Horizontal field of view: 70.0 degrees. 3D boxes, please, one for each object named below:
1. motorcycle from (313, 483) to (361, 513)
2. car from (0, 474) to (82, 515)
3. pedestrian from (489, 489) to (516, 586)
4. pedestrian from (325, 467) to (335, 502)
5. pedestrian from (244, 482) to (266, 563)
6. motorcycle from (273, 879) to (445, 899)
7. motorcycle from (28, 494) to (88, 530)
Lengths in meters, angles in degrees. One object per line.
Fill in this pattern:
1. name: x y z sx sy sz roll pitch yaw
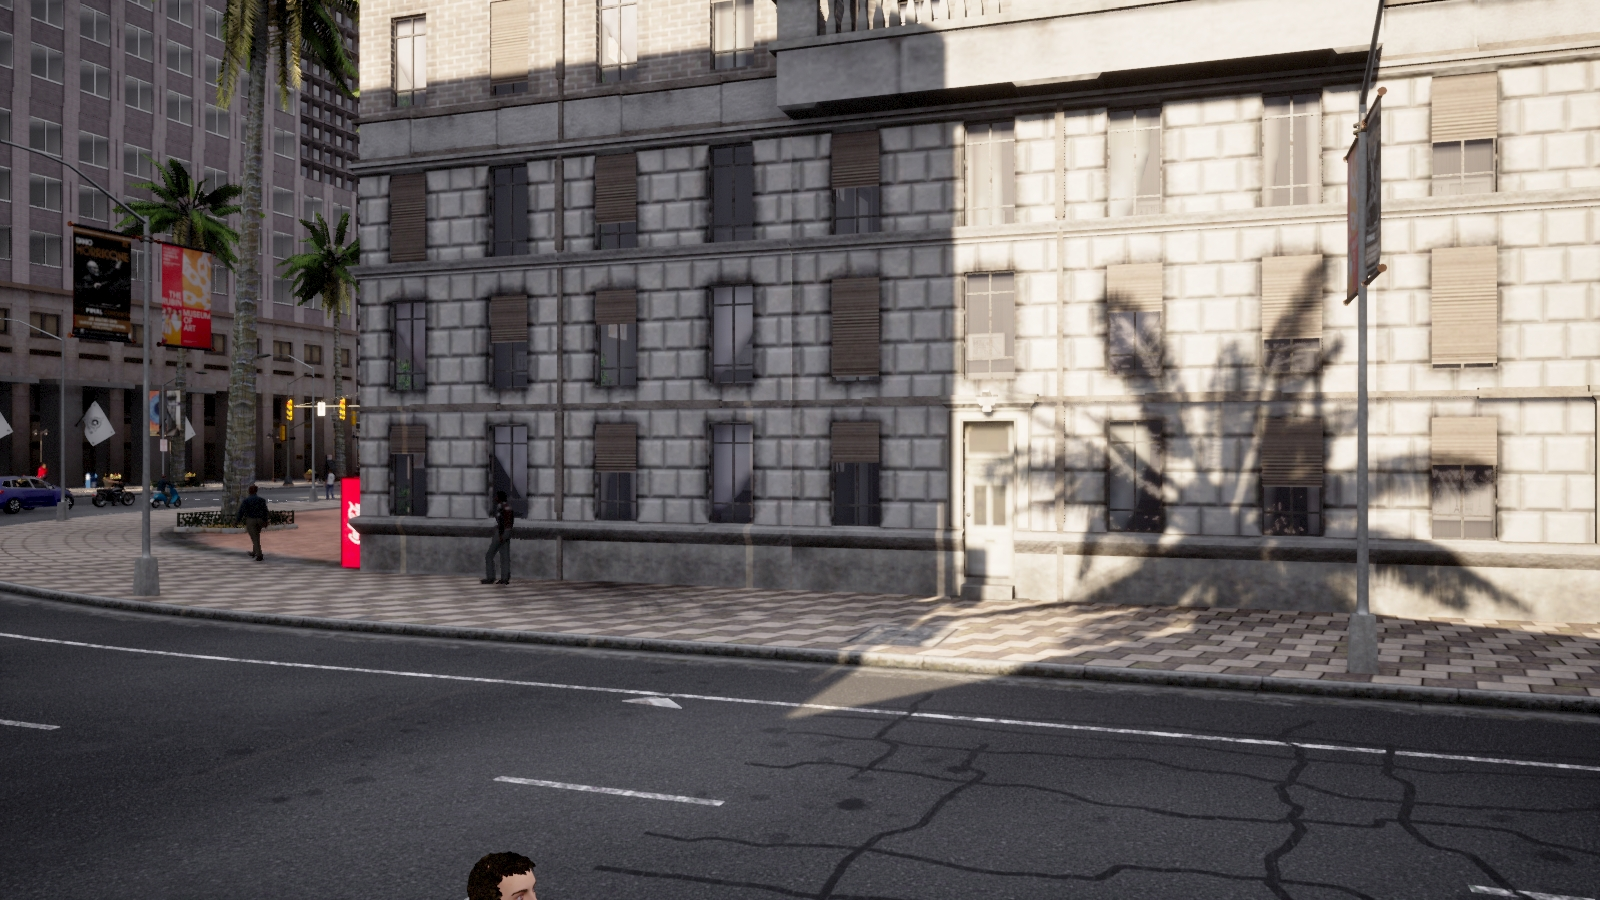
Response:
1. motorcycle: -21.134 2.170 52.239 0.764 1.277 2.356 0 0 16
2. car: -35.215 1.968 51.598 2.242 1.667 4.611 0 0 9
3. pedestrian: -5.806 1.696 22.306 0.375 1.860 0.375 0 0 22
4. pedestrian: -25.415 1.849 61.727 0.375 1.860 0.375 0 0 44
5. pedestrian: -12.804 1.696 26.857 0.375 1.860 0.375 0 0 -43
6. motorcycle: -1.030 2.213 3.640 2.033 1.145 0.803 0 0 20
7. motorcycle: -26.598 2.213 40.977 0.803 1.145 2.033 1 0 1
